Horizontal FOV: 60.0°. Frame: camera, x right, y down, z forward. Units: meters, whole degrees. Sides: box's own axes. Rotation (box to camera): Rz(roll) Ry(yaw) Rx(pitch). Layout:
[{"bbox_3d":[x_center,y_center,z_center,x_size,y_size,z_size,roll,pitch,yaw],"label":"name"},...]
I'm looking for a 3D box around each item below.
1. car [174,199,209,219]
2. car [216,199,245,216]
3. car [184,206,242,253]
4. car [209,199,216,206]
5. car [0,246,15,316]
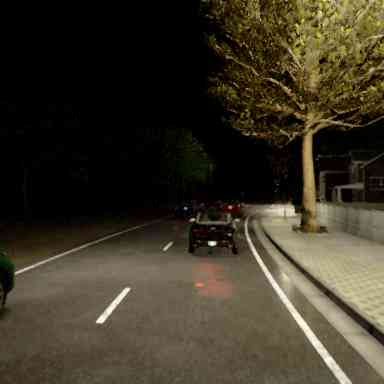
[{"bbox_3d":[-0.107,1.435,30.313,2.097,1.767,4.553,0,0,12],"label":"car"},{"bbox_3d":[3.877,1.453,31.880,2.097,1.767,4.553,0,0,12],"label":"car"},{"bbox_3d":[0.945,1.541,13.987,1.837,1.490,4.892,0,0,6],"label":"car"},{"bbox_3d":[3.108,1.715,43.732,2.128,1.511,4.902,0,-1,16],"label":"car"},{"bbox_3d":[-4.481,1.227,3.930,2.150,2.045,5.566,0,0,2],"label":"car"}]
